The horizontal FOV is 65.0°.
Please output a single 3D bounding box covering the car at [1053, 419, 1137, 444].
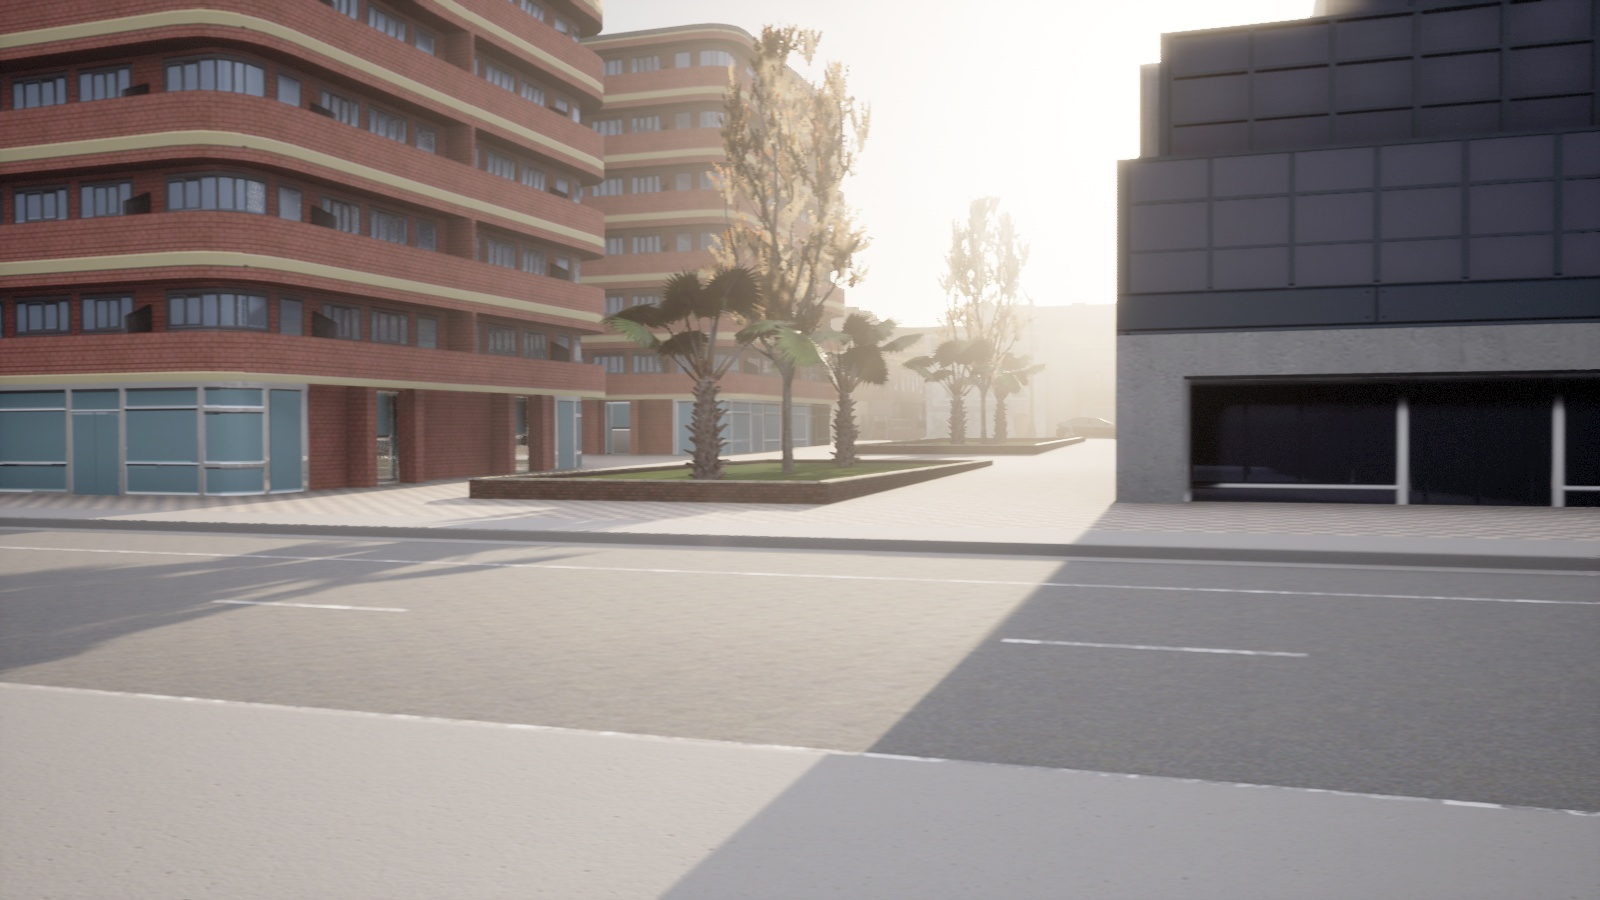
[{"bbox_3d":[18.097,-1.161,77.008,4.792,1.488,2.163,1,1,19],"label":"car"}]
